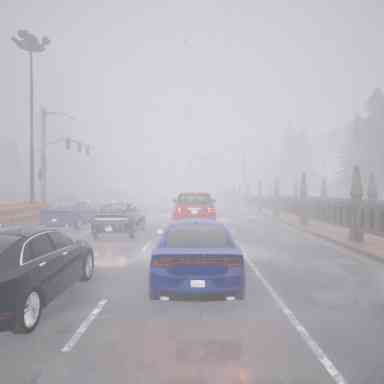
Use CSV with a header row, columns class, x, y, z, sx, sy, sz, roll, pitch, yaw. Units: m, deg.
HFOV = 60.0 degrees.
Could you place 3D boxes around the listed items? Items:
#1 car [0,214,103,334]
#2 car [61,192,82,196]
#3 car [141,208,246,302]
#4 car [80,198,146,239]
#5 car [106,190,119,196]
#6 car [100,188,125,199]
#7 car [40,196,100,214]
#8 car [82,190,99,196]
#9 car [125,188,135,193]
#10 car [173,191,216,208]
class,x,y,z,sx,sy,sz,roll,pitch,yaw
car,-3.400,1.435,6.591,1.837,1.490,4.892,0,1,0
car,-20.898,0.699,56.599,1.812,1.442,4.674,0,1,1
car,0.102,1.384,8.177,1.882,1.535,5.008,0,1,0
car,-3.377,1.280,15.964,2.128,1.511,4.902,0,1,0
car,-20.708,0.252,87.081,2.033,1.411,5.357,0,1,0
car,-13.895,0.369,58.341,2.150,2.045,5.566,0,1,0
car,-6.867,1.219,19.047,1.882,1.535,5.008,0,1,0
car,-20.787,0.379,66.252,2.097,1.767,4.553,0,1,0
car,-13.778,0.216,68.663,2.150,2.045,5.566,0,1,0
car,0.125,0.978,18.047,2.150,2.045,5.566,0,1,0
